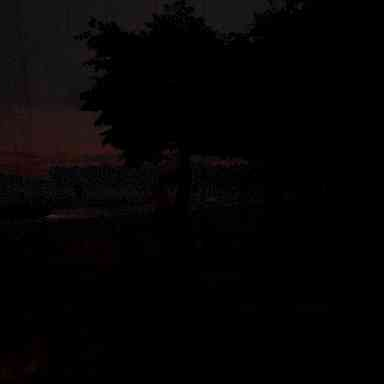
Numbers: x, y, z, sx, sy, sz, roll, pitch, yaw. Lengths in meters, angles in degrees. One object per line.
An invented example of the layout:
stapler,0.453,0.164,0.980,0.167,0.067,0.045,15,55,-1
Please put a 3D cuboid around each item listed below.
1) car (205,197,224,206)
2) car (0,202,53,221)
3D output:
car,3.797,1.536,56.138,1.812,1.442,4.674,3,1,31
car,-14.375,1.525,27.564,2.033,1.411,5.357,3,2,34
